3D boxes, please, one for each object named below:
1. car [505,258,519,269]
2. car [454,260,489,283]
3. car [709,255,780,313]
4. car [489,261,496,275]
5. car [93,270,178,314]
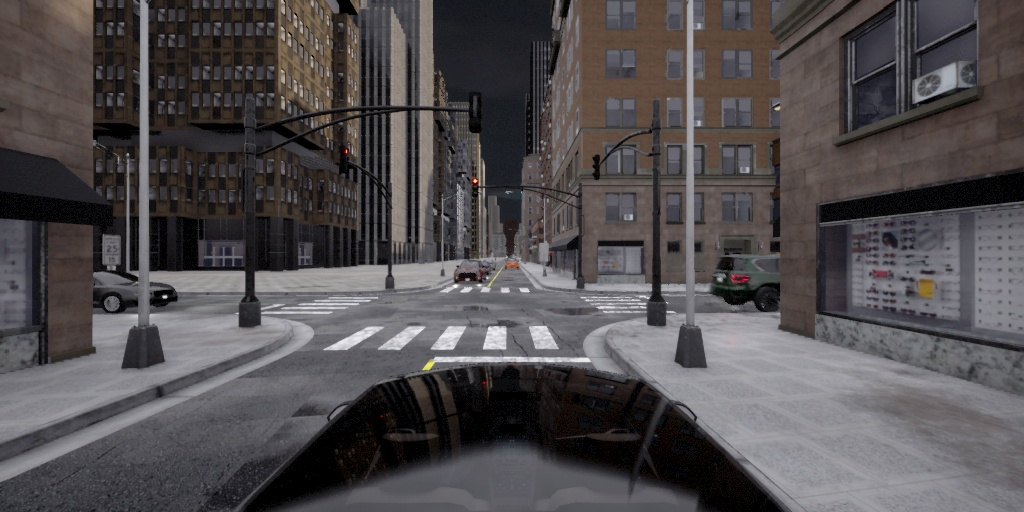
[{"bbox_3d":[-0.011,1.106,57.289,2.097,1.767,4.553,0,0,-1],"label":"car"},{"bbox_3d":[-3.159,1.103,27.803,2.097,1.767,4.553,0,0,0],"label":"car"},{"bbox_3d":[10.468,0.967,13.469,5.566,2.045,2.150,0,0,-1],"label":"car"},{"bbox_3d":[-3.176,1.299,38.062,2.033,1.411,5.357,0,0,0],"label":"car"},{"bbox_3d":[-15.260,1.259,13.234,4.892,1.490,1.837,0,0,-1],"label":"car"}]
